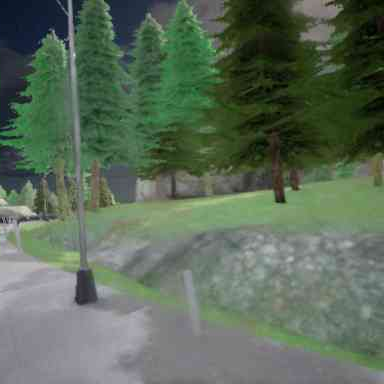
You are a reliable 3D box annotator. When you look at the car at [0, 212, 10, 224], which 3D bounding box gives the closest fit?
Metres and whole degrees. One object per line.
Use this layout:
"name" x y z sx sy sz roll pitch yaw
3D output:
"car" -21.439 2.875 36.009 1.812 1.442 4.674 -4 -2 -9
